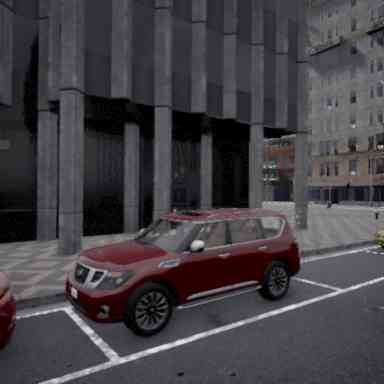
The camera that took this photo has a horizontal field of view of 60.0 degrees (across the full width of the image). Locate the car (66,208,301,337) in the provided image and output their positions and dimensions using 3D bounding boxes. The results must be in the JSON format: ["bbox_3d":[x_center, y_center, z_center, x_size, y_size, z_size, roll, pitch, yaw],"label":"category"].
[{"bbox_3d":[0.147,1.314,6.857,5.009,1.841,2.192,0,1,-35],"label":"car"}]

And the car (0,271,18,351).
[{"bbox_3d":[-4.435,1.546,3.594,4.507,1.381,1.887,0,1,-35],"label":"car"}]

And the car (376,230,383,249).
[{"bbox_3d":[9.167,1.521,13.291,4.829,1.417,1.752,0,1,-35],"label":"car"}]
